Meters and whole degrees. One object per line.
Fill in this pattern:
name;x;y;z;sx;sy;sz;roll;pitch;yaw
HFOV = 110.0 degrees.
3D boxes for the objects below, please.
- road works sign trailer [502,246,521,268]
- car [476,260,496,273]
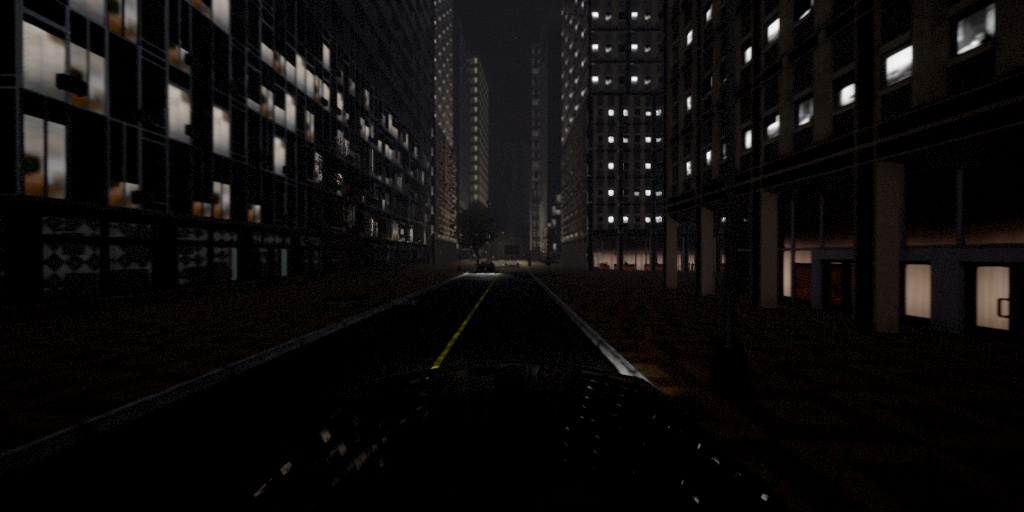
road works sign trailer;0.007;0.061;57.586;2.380;3.560;2.880;0;0;0
car;-2.831;1.193;40.335;1.994;1.385;4.181;0;0;0
